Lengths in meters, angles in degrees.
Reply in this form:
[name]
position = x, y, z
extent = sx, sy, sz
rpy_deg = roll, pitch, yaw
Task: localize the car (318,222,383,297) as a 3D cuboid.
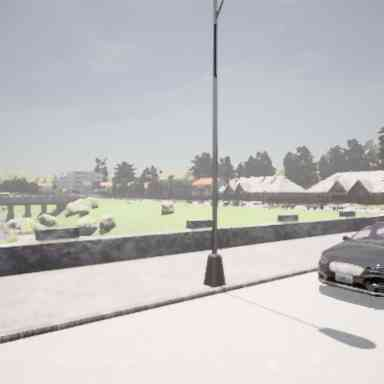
[car]
position = 5.111, 1.513, 8.252
extent = 4.902, 1.511, 2.128
rpy_deg = 0, 0, -36
